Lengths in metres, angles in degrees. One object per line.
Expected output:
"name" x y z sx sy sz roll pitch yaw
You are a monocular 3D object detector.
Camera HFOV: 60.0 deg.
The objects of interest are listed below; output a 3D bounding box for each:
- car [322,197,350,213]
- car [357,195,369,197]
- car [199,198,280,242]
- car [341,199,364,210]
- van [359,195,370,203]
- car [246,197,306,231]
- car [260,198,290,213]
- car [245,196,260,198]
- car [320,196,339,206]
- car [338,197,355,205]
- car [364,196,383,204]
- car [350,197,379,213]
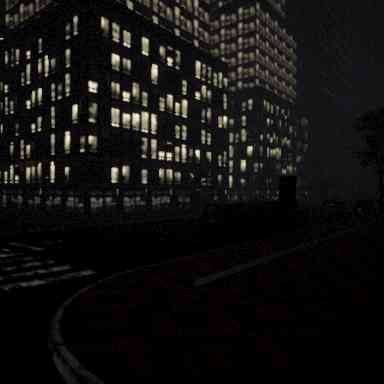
"car" 17.380 1.663 40.573 1.837 1.490 4.892 1 0 39
"car" 37.615 1.640 74.693 1.967 1.590 4.097 1 0 38
"car" 2.402 1.442 17.484 2.192 1.841 5.009 1 0 38
"car" 23.171 1.779 47.950 1.895 1.301 4.718 1 0 38
"van" 41.072 1.554 79.046 1.690 1.788 3.998 1 0 38
"car" 5.782 1.452 21.897 2.192 1.841 5.009 1 0 38
"car" 9.965 1.541 39.865 1.967 1.590 4.097 1 0 38
"car" 6.510 1.404 35.511 2.192 1.841 5.009 1 0 38
"car" 23.790 1.589 57.279 1.967 1.590 4.097 1 0 38
"car" 30.702 1.725 65.986 2.008 1.369 4.403 1 0 38
"car" 25.163 1.680 45.611 1.882 1.535 5.008 1 0 38
"car" 20.815 1.692 40.125 1.837 1.490 4.892 1 0 38
